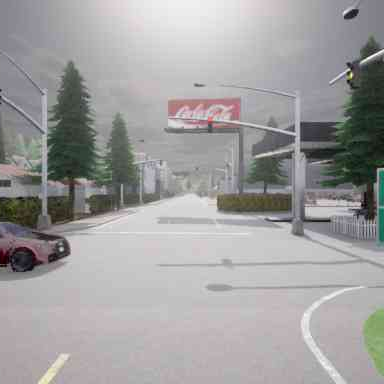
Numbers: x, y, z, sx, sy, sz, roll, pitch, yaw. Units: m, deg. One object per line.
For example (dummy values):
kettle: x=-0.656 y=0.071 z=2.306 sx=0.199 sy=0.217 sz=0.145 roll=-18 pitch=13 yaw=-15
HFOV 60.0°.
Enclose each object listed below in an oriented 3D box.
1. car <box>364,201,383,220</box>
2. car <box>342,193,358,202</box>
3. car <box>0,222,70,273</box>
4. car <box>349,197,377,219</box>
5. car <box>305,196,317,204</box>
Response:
car: x=18.705 y=1.672 z=30.609 sx=4.611 sy=1.667 sz=2.242 roll=0 pitch=0 yaw=0
car: x=34.931 y=1.489 z=71.791 sx=2.007 sy=1.523 sz=4.514 roll=0 pitch=0 yaw=0
car: x=-6.103 y=1.650 z=10.496 sx=4.181 sy=1.385 sz=1.994 roll=-1 pitch=0 yaw=1
car: x=14.376 y=1.505 z=24.940 sx=3.866 sy=1.878 sz=1.905 roll=0 pitch=0 yaw=0
car: x=22.524 y=1.552 z=64.004 sx=1.970 sy=1.475 sz=3.806 roll=0 pitch=0 yaw=0
